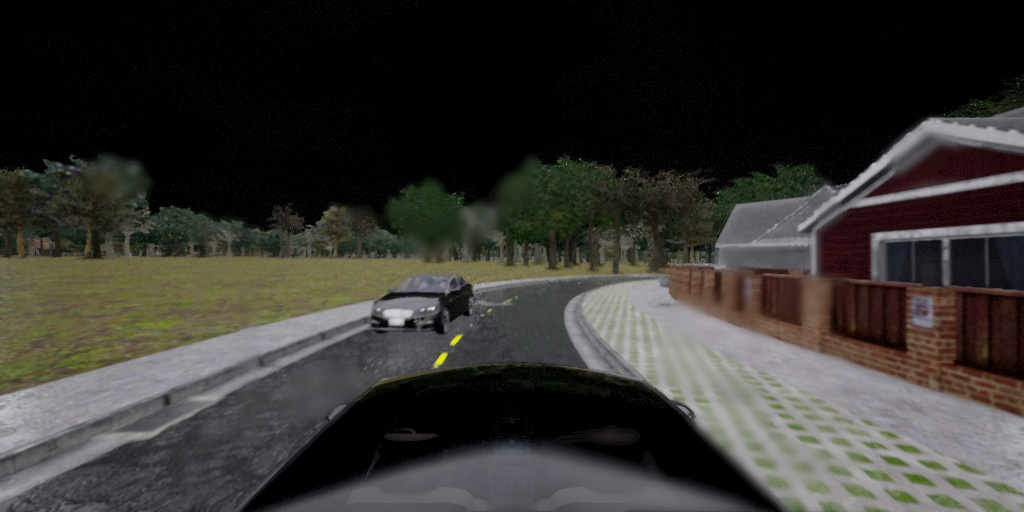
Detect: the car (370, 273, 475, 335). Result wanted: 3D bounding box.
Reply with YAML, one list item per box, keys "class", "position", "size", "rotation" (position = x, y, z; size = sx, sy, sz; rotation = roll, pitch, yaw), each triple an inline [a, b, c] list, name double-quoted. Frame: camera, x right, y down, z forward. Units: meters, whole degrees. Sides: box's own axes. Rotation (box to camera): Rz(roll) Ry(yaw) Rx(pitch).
- class: "car"
  position: [-2.395, 1.267, 10.699]
  size: [2.128, 1.511, 4.902]
  rotation: [0, 0, 6]
